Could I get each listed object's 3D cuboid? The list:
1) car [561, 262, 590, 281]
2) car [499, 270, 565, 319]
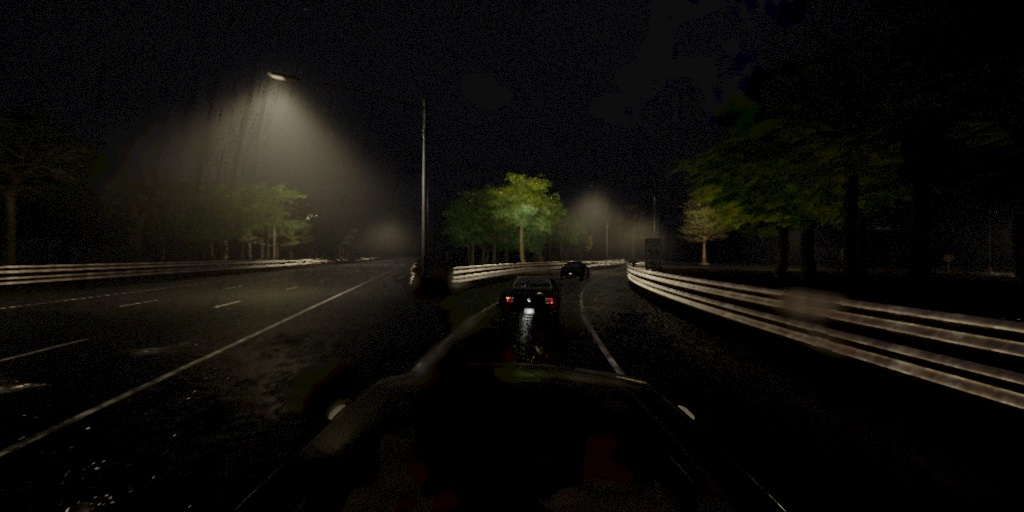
[{"bbox_3d":[5.520,1.275,30.897,1.882,1.535,5.008,0,0,20],"label":"car"},{"bbox_3d":[0.847,1.360,12.946,1.895,1.301,4.718,0,0,8],"label":"car"}]
